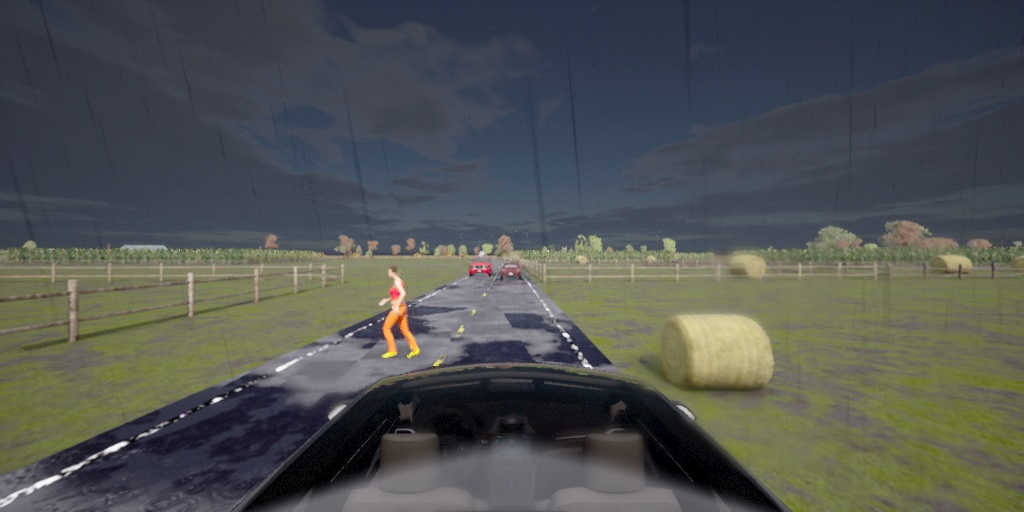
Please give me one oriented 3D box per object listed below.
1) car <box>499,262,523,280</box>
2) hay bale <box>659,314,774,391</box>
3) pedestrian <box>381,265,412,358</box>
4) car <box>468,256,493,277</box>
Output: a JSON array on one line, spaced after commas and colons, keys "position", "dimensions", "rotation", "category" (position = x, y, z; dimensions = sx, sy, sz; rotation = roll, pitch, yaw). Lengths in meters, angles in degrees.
[{"position": [-0.106, 1.337, 32.446], "dimensions": [1.812, 1.442, 4.674], "rotation": [0, 0, -1], "category": "car"}, {"position": [3.126, 1.414, 5.653], "dimensions": [1.220, 1.180, 1.240], "rotation": [0, 0, 0], "category": "hay bale"}, {"position": [-2.245, 1.055, 6.991], "dimensions": [0.375, 1.860, 0.375], "rotation": [0, 0, 2], "category": "pedestrian"}, {"position": [-3.105, 1.040, 36.265], "dimensions": [2.150, 2.045, 5.566], "rotation": [0, 0, -1], "category": "car"}]
